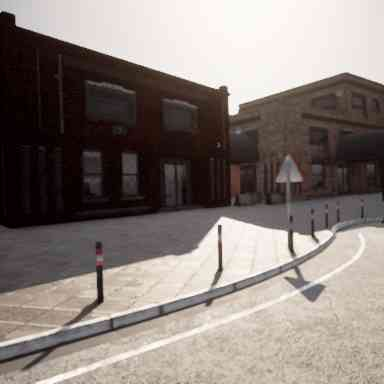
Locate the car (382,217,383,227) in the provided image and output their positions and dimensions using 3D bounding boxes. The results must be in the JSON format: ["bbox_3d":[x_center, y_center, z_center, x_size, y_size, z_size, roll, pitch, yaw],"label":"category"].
[{"bbox_3d":[10.764,1.001,15.355,4.674,1.442,1.812,-2,1,-32],"label":"car"}]
